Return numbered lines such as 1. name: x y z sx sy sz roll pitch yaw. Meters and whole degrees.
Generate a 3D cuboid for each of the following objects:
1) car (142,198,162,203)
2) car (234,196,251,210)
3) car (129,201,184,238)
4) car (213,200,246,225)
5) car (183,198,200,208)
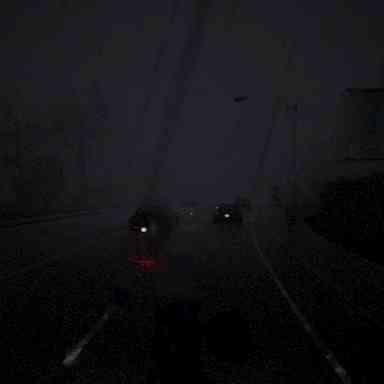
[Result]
1. car: -4.812 1.460 41.055 2.033 1.411 5.357 0 0 13
2. car: 6.235 1.304 41.329 2.097 1.767 4.553 0 0 13
3. car: -1.880 1.472 17.692 1.837 1.490 4.892 0 0 8
4. car: 2.653 1.535 23.879 1.994 1.385 4.181 0 0 10
5. car: -0.210 1.485 45.484 1.994 1.385 4.181 0 0 13
